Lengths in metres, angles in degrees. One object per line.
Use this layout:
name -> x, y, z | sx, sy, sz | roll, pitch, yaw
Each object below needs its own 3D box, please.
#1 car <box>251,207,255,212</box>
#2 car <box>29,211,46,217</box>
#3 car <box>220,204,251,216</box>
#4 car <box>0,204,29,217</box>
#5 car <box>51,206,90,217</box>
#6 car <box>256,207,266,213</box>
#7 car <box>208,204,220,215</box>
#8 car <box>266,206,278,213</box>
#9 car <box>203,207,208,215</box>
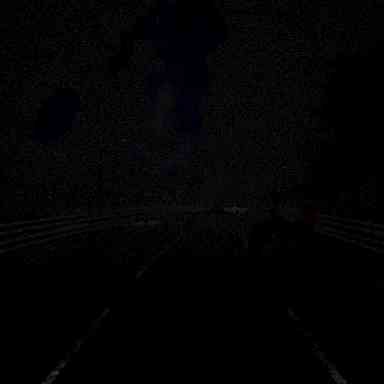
car -> 13.444, 4.545, 83.165 | 2.128, 1.511, 4.902 | -1, -3, 22
car -> -18.320, 2.307, 36.534 | 4.181, 1.385, 1.994 | 3, -3, -42
car -> 7.788, 3.111, 58.651 | 2.150, 2.045, 5.566 | -1, -3, 35
car -> -18.621, 1.873, 31.937 | 4.553, 1.767, 2.097 | 2, -4, -39
car -> -15.755, 2.575, 43.424 | 4.892, 1.490, 1.837 | 2, -3, -40
car -> 18.599, 4.712, 86.853 | 1.837, 1.490, 4.892 | -1, -3, 19
car -> 5.892, 3.255, 62.016 | 2.150, 2.045, 5.566 | -1, -3, 34
car -> 20.263, 4.328, 81.348 | 2.097, 1.767, 4.553 | -1, -3, 22
car -> 3.948, 3.669, 65.424 | 2.128, 1.511, 4.902 | -1, -3, 33
